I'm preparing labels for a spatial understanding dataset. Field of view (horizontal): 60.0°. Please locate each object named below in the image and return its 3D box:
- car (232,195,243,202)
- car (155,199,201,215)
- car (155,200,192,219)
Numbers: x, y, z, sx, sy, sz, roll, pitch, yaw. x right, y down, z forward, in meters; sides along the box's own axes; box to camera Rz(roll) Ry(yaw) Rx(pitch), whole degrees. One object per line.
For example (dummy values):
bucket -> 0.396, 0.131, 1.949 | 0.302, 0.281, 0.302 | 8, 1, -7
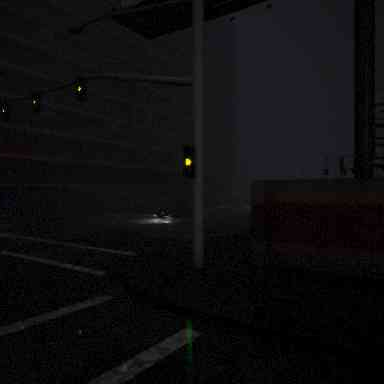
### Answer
car -> 8.683, 1.427, 72.927 | 5.008, 1.535, 1.882 | 0, 0, 23
car -> -1.391, 1.550, 35.153 | 2.033, 1.411, 5.357 | 0, 0, 35
car -> -1.292, 1.566, 29.235 | 1.994, 1.385, 4.181 | 0, 0, 35
